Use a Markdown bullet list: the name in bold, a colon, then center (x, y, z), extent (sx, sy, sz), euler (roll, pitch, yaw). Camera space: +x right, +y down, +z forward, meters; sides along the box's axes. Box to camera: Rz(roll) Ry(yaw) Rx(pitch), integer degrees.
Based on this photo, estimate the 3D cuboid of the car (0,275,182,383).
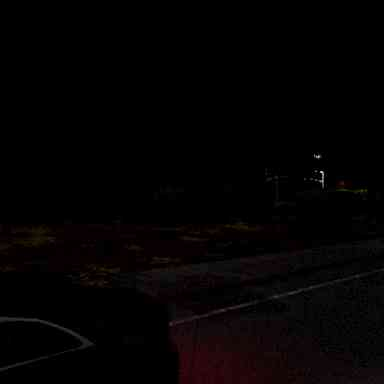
- **car**: center (-2.378, 1.483, 2.289), extent (4.902, 1.511, 2.128), euler (1, -1, -35)
